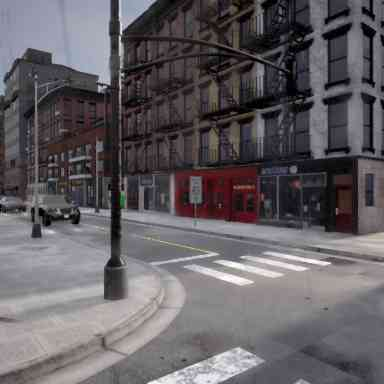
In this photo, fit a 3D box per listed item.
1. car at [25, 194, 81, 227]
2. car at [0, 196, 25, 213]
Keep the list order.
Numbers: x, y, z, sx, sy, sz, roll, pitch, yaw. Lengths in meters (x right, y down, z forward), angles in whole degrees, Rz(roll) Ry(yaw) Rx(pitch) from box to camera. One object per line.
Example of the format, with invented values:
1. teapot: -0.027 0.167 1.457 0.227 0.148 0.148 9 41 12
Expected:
1. car: -9.675 1.187 23.300 2.150 2.045 5.566 0 0 -38
2. car: -19.286 1.288 35.830 2.097 1.767 4.553 0 0 -37
